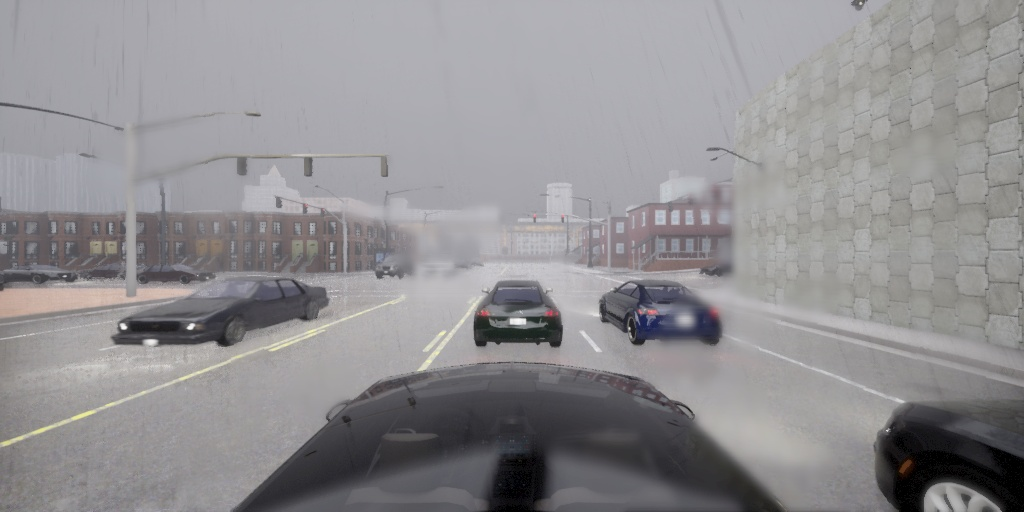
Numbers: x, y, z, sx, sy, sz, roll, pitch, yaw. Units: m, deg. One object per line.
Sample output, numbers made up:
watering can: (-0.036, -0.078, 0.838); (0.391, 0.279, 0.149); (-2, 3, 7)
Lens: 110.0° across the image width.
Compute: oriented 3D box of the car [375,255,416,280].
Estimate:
car: (-10.250, 0.969, 32.024); (2.150, 2.045, 5.566); (0, 0, 1)

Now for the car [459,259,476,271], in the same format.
car: (-6.549, 1.292, 48.887); (2.033, 1.411, 5.357); (0, 0, 1)

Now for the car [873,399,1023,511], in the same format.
car: (3.585, 1.255, 0.613); (1.837, 1.490, 4.892); (0, 0, 1)

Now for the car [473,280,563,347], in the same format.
car: (0.160, 1.313, 9.365); (1.994, 1.385, 4.181); (0, 0, 1)

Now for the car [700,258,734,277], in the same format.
car: (18.521, 0.851, 29.628); (5.357, 1.411, 2.033); (-5, 0, 1)

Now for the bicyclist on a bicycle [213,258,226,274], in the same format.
bicyclist on a bicycle: (-30.407, 1.049, 37.326); (0.582, 1.620, 1.656); (0, 0, 0)

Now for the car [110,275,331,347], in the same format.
car: (-7.010, 1.296, 9.643); (2.033, 1.411, 5.357); (0, 0, 1)

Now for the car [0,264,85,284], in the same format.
car: (-34.866, 1.311, 26.379); (4.181, 1.385, 1.994); (0, 0, 1)

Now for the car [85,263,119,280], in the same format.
car: (-33.052, 1.294, 30.052); (5.357, 1.411, 2.033); (0, 0, 1)

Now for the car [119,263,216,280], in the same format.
car: (-24.901, 1.295, 26.294); (5.357, 1.411, 2.033); (0, 0, 0)

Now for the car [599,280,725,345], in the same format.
car: (3.663, 1.313, 9.526); (1.994, 1.385, 4.181); (0, 0, 1)

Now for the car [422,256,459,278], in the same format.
car: (-6.731, 0.970, 33.626); (2.150, 2.045, 5.566); (0, 0, 1)
